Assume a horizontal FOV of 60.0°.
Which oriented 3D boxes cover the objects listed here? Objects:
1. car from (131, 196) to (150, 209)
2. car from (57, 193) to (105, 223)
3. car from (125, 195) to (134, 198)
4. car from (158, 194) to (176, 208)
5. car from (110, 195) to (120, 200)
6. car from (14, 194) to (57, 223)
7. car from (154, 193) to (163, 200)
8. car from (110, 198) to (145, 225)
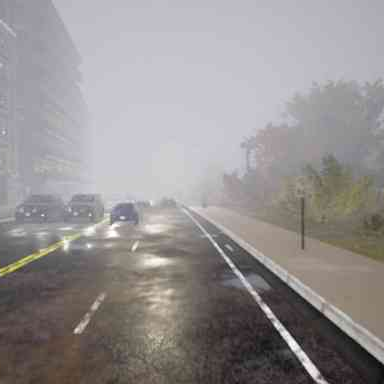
[{"bbox_3d":[-6.124,1.386,41.118,1.895,1.301,4.718,-1,0,-6],"label":"car"},{"bbox_3d":[-8.135,1.126,25.429,2.150,2.045,5.566,-1,0,-4],"label":"car"},{"bbox_3d":[-13.483,1.220,72.381,1.895,1.301,4.718,-1,0,-8],"label":"car"},{"bbox_3d":[-3.111,1.307,43.476,1.994,1.385,4.181,-1,0,-6],"label":"car"},{"bbox_3d":[-16.690,1.255,71.856,1.895,1.301,4.718,-1,0,-8],"label":"car"},{"bbox_3d":[-11.394,1.154,25.398,2.150,2.045,5.566,-1,1,-4],"label":"car"},{"bbox_3d":[-7.592,0.900,76.638,2.097,1.767,4.553,-1,0,-10],"label":"car"},{"bbox_3d":[-4.502,1.417,22.984,1.812,1.442,4.674,-1,0,-4],"label":"car"}]
